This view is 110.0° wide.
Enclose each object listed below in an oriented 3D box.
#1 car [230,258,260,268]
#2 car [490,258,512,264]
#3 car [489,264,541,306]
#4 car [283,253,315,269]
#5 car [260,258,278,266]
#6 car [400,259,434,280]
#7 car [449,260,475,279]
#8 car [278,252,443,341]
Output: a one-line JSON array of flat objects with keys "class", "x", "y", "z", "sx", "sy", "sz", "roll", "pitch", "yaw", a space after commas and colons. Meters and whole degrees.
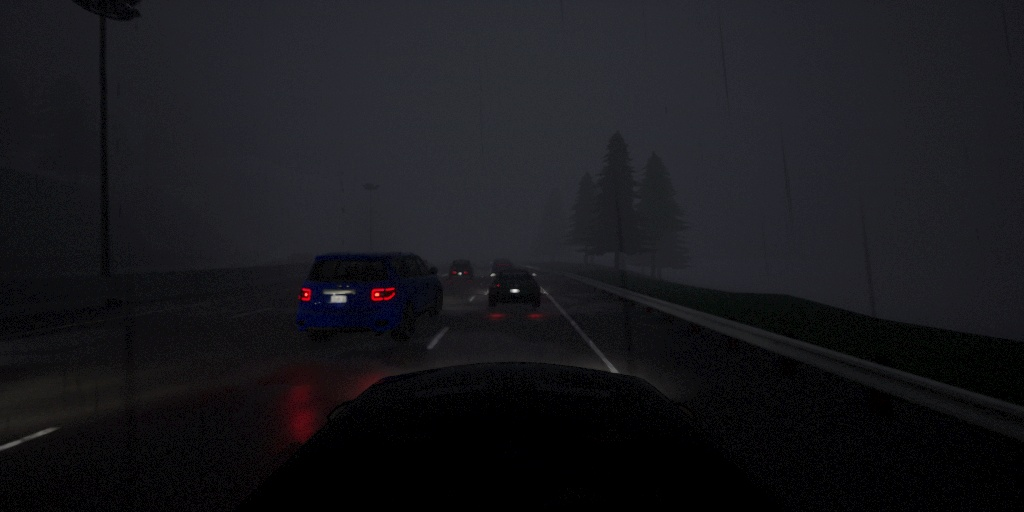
[{"class": "car", "x": -35.895, "y": 0.956, "z": 48.379, "sx": 1.895, "sy": 1.301, "sz": 4.718, "roll": 0, "pitch": 1, "yaw": -14}, {"class": "car", "x": -0.994, "y": 0.957, "z": 33.484, "sx": 1.882, "sy": 1.535, "sz": 5.008, "roll": 0, "pitch": 1, "yaw": -6}, {"class": "car", "x": 0.080, "y": 1.202, "z": 14.911, "sx": 1.994, "sy": 1.385, "sz": 4.181, "roll": 0, "pitch": 1, "yaw": -1}, {"class": "car", "x": -28.771, "y": 0.571, "z": 48.719, "sx": 2.150, "sy": 2.045, "sz": 5.566, "roll": 0, "pitch": 1, "yaw": -13}, {"class": "car", "x": -32.674, "y": 0.943, "z": 49.873, "sx": 1.895, "sy": 1.301, "sz": 4.718, "roll": 0, "pitch": 1, "yaw": -14}, {"class": "car", "x": -7.589, "y": 1.024, "z": 29.100, "sx": 1.837, "sy": 1.490, "sz": 4.892, "roll": 1, "pitch": 1, "yaw": -5}, {"class": "car", "x": -4.088, "y": 1.023, "z": 29.166, "sx": 1.837, "sy": 1.490, "sz": 4.892, "roll": 1, "pitch": 1, "yaw": -5}, {"class": "car", "x": -3.396, "y": 0.905, "z": 9.720, "sx": 2.150, "sy": 2.045, "sz": 5.566, "roll": 0, "pitch": 1, "yaw": 0}]
